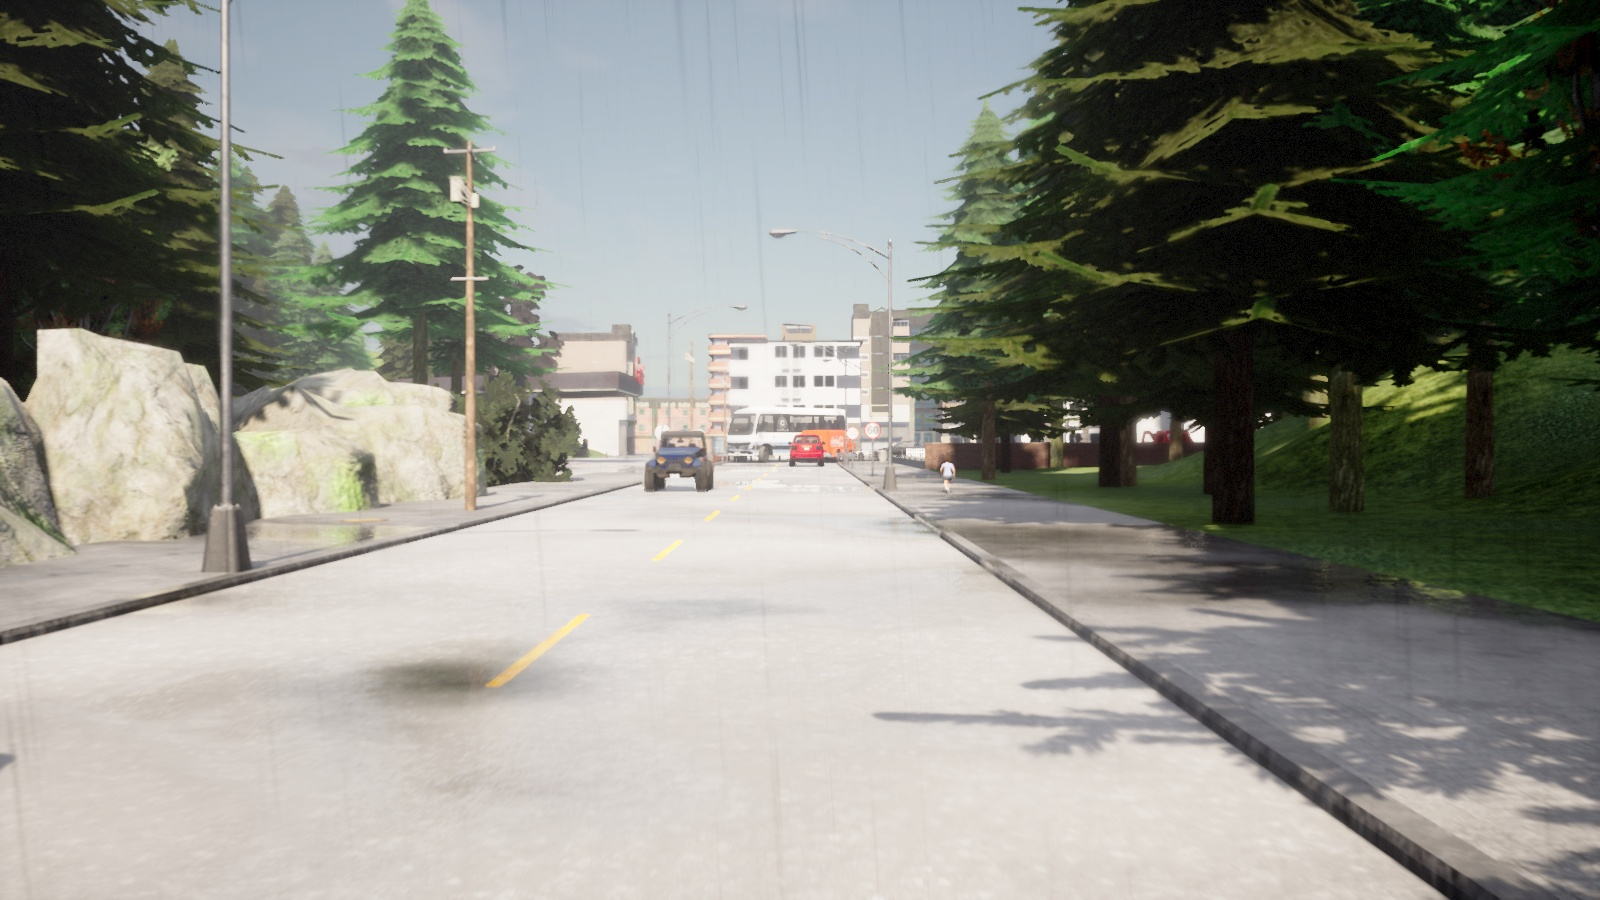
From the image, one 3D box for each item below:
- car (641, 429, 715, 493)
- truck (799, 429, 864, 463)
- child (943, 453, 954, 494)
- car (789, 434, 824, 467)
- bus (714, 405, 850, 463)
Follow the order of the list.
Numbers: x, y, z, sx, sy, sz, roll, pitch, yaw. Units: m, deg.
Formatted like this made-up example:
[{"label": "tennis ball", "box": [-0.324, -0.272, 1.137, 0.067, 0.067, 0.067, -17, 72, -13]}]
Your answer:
[{"label": "car", "box": [-3.759, 0.318, 39.167, 1.905, 1.878, 3.866, 0, 0, 0]}, {"label": "truck", "box": [2.430, -0.270, 94.301, 2.627, 2.467, 5.204, -1, 0, 31]}, {"label": "child", "box": [4.069, 0.645, 34.440, 0.255, 1.110, 0.394, 0, 0, -1]}, {"label": "car", "box": [0.431, 0.011, 80.783, 2.150, 2.045, 5.566, 0, 0, 0]}, {"label": "bus", "box": [-1.275, -1.175, 96.071, 10.273, 4.253, 3.944, 0, 0, -40]}]
